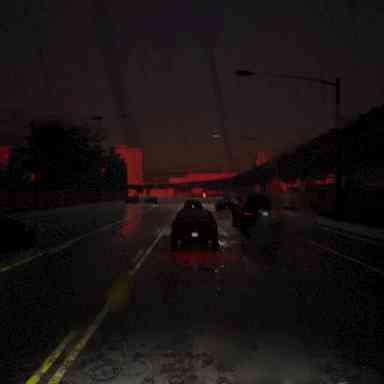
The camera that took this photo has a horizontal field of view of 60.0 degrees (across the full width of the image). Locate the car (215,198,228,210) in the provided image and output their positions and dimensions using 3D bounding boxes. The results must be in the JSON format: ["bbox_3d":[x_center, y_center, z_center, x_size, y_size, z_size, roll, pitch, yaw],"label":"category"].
[{"bbox_3d":[3.609,1.439,36.977,1.812,1.442,4.674,0,0,0],"label":"car"}]

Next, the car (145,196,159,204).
[{"bbox_3d":[-7.021,1.426,58.493,1.994,1.385,4.181,0,0,1],"label":"car"}]

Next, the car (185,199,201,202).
[{"bbox_3d":[0.109,1.478,36.632,1.994,1.385,4.181,0,0,0],"label":"car"}]

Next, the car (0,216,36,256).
[{"bbox_3d":[-7.098,1.538,11.314,1.994,1.385,4.181,0,0,0],"label":"car"}]

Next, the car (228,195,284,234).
[{"bbox_3d":[3.605,1.177,19.002,2.150,2.045,5.566,0,0,0],"label":"car"}]

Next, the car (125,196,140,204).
[{"bbox_3d":[-10.515,1.409,58.897,2.033,1.411,5.357,0,0,1],"label":"car"}]

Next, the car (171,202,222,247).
[{"bbox_3d":[0.104,1.443,14.964,1.882,1.535,5.008,0,0,0],"label":"car"}]
